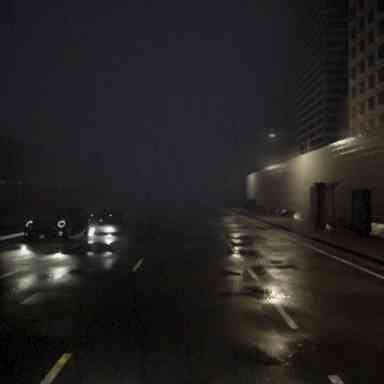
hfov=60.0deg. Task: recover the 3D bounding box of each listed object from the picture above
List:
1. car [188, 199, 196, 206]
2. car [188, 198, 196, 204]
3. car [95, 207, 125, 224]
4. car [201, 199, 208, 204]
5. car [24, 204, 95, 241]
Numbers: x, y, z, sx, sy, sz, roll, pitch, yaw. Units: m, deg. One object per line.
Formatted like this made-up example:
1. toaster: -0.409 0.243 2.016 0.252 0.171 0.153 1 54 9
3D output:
1. car: -0.014 2.321 76.855 2.128 1.511 4.902 0 -1 0
2. car: -0.016 2.498 91.854 1.994 1.385 4.181 0 -1 0
3. car: -7.096 1.937 28.173 1.895 1.301 4.718 0 -1 0
4. car: 3.470 2.703 92.683 1.895 1.301 4.718 0 -1 0
5. car: -7.099 1.560 17.985 2.097 1.767 4.553 0 -1 0
